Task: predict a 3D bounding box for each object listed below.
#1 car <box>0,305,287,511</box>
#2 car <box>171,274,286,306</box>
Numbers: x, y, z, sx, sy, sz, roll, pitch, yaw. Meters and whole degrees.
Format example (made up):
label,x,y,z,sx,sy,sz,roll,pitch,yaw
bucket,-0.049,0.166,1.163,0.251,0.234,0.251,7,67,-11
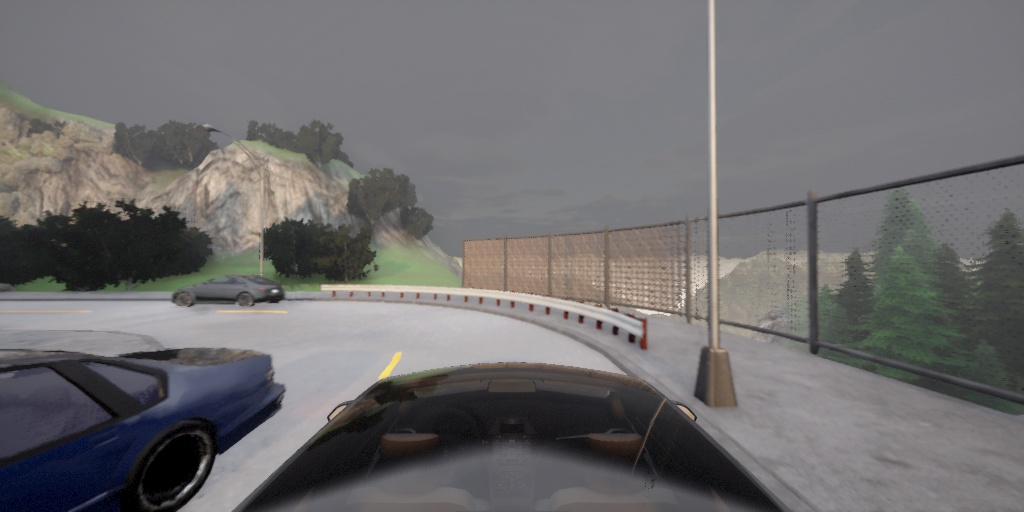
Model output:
label,x,y,z,sx,sy,sz,roll,pitch,yaw
car,-3.686,1.300,1.628,2.033,1.411,5.357,0,-1,7
car,-12.504,1.521,15.983,4.181,1.385,1.994,0,-1,2
